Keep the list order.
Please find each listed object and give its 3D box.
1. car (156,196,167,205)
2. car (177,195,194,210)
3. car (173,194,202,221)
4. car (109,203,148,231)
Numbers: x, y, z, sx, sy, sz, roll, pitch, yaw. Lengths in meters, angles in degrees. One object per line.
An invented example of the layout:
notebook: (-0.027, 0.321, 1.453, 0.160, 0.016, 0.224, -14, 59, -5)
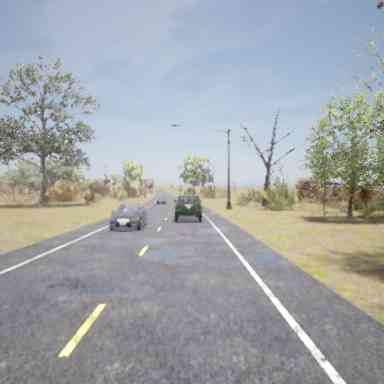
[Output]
car: (-5.349, 1.486, 58.731, 2.033, 1.411, 5.357, 0, 0, -3)
car: (-0.954, 1.315, 44.176, 2.097, 1.767, 4.553, 0, 0, -3)
car: (-0.327, 1.209, 27.429, 2.150, 2.045, 5.566, 0, 0, -2)
car: (-3.855, 1.485, 20.765, 2.128, 1.511, 4.902, 0, 0, -1)
